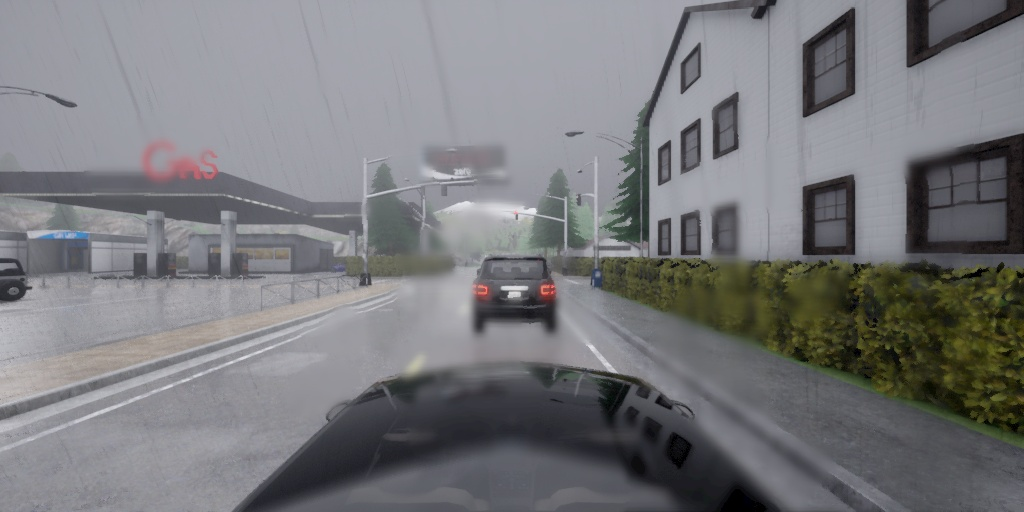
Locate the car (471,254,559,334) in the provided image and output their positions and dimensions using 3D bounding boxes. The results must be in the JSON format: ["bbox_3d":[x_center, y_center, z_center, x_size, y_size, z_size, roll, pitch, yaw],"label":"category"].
[{"bbox_3d":[0.084,0.971,10.789,2.150,2.045,5.566,0,0,0],"label":"car"}]
